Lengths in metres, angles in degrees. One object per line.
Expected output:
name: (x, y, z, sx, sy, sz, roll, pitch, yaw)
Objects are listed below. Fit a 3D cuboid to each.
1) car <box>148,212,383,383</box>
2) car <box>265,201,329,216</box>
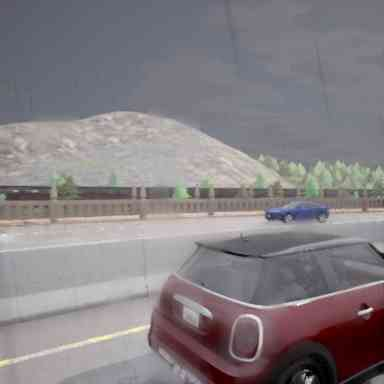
car: (1.764, 1.336, 4.689, 4.553, 1.767, 2.097, 0, 0, -33)
car: (7.605, 1.401, 24.003, 5.008, 1.535, 1.882, 0, 0, -24)
